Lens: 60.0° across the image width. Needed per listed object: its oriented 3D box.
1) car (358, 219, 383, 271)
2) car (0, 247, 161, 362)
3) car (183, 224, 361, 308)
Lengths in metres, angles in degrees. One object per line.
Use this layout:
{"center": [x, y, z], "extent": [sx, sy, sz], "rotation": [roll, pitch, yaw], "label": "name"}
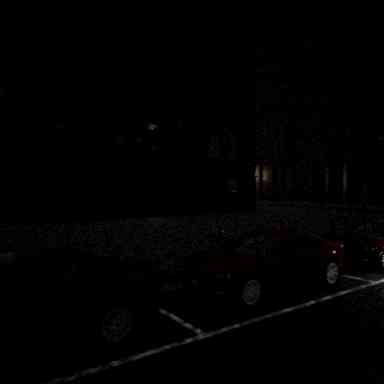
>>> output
{"center": [6.377, 1.612, 11.211], "extent": [4.507, 1.381, 1.887], "rotation": [0, 0, -35], "label": "car"}
{"center": [-2.619, 1.548, 4.794], "extent": [4.507, 1.381, 1.887], "rotation": [0, 0, -35], "label": "car"}
{"center": [1.879, 1.580, 8.003], "extent": [4.507, 1.381, 1.887], "rotation": [0, 0, -35], "label": "car"}
